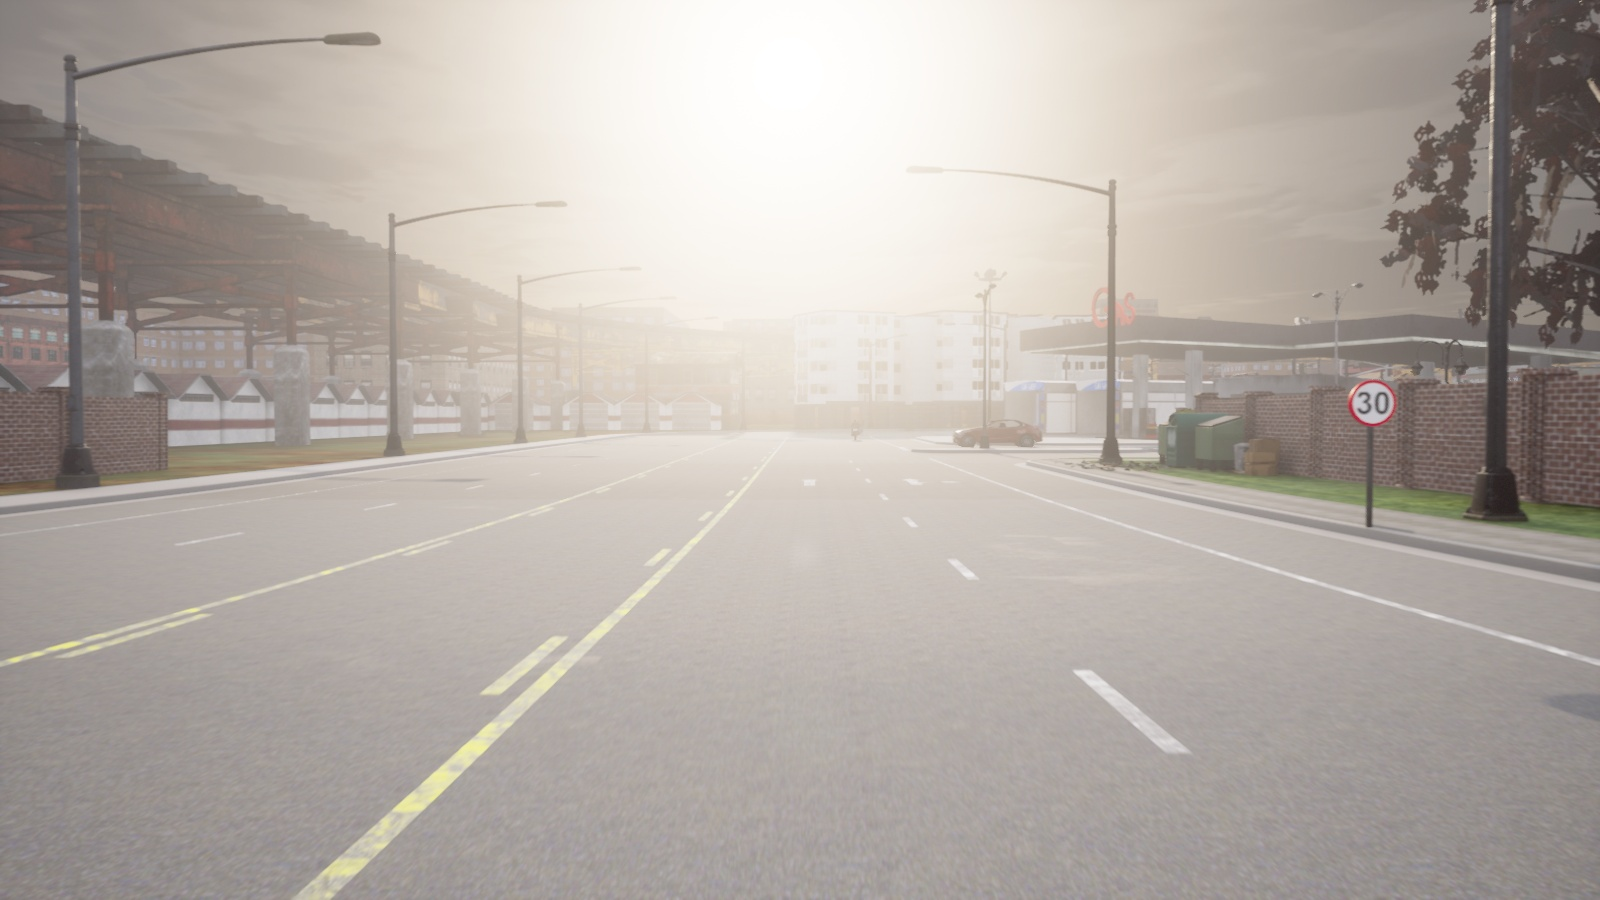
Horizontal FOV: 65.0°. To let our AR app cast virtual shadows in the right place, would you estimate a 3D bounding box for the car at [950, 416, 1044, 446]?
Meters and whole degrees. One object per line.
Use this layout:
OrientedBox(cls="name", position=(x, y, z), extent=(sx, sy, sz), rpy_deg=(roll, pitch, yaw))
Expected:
OrientedBox(cls="car", position=(11.087, -1.066, 70.945), extent=(5.027, 1.651, 2.152), rpy_deg=(0, 2, 1))
